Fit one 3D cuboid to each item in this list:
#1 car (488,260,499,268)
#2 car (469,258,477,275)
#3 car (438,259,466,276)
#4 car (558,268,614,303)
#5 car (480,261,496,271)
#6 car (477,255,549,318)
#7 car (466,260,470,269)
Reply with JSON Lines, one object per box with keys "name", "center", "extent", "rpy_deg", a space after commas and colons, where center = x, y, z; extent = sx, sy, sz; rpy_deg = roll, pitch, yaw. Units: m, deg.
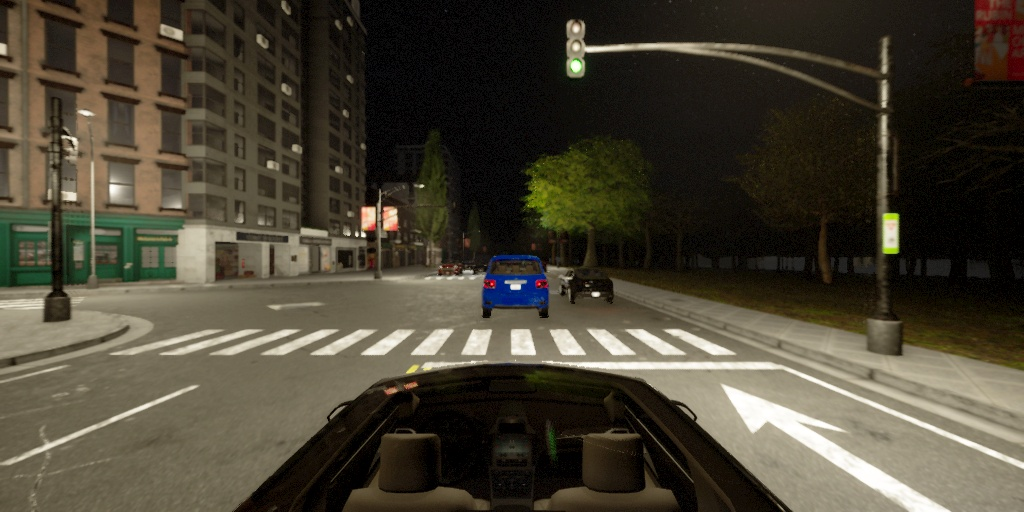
{"name": "car", "center": [-3.263, 1.406, 64.595], "extent": [1.812, 1.442, 4.674], "rpy_deg": [0, 0, 0]}
{"name": "car", "center": [-3.331, 1.320, 40.573], "extent": [1.837, 1.490, 4.892], "rpy_deg": [0, 0, 0]}
{"name": "car", "center": [-6.585, 1.164, 38.937], "extent": [2.097, 1.767, 4.553], "rpy_deg": [0, 0, 0]}
{"name": "car", "center": [3.351, 1.281, 16.737], "extent": [1.837, 1.490, 4.892], "rpy_deg": [0, 0, 0]}
{"name": "car", "center": [-3.317, 1.400, 50.606], "extent": [1.994, 1.385, 4.181], "rpy_deg": [0, 0, 1]}
{"name": "car", "center": [0.103, 0.995, 13.285], "extent": [2.150, 2.045, 5.566], "rpy_deg": [0, 0, 0]}
{"name": "car", "center": [-6.559, 1.337, 53.384], "extent": [2.128, 1.511, 4.902], "rpy_deg": [0, 0, 0]}
